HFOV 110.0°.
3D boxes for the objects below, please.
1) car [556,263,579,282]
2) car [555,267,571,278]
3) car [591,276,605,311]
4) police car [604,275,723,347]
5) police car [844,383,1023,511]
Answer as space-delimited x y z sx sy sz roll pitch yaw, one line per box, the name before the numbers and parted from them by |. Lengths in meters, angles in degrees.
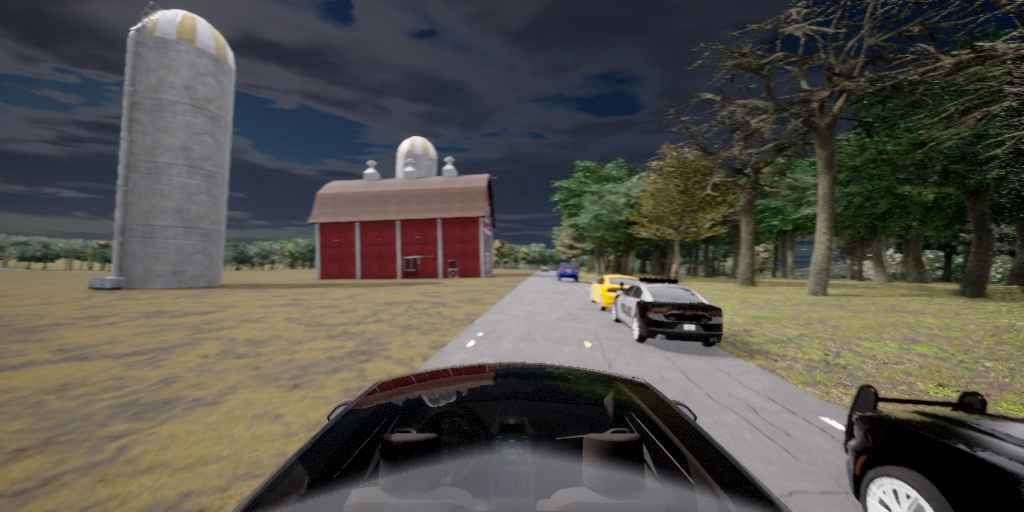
car | 6.293 1.819 40.407 2.150 2.045 5.566 2 -1 6
car | 7.337 2.350 52.080 2.128 1.511 4.902 2 -1 5
car | 4.823 1.621 16.571 1.882 1.535 5.008 2 -1 5
police car | 4.272 1.458 10.706 1.930 1.638 5.238 2 -1 5
police car | 3.333 1.298 0.748 1.930 1.638 5.238 2 -1 5
